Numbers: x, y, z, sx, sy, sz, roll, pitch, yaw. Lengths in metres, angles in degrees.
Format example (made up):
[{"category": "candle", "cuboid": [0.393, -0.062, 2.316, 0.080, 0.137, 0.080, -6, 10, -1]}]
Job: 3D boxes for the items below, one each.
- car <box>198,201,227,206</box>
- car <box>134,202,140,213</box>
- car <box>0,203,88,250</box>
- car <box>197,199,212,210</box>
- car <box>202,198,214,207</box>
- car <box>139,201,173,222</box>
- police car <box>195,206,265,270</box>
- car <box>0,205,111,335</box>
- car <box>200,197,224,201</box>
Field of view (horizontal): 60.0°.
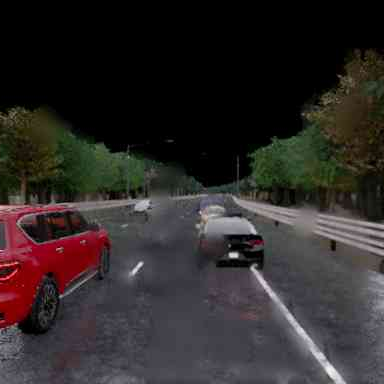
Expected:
[{"category": "car", "cuboid": [1.426, 1.587, 21.355, 1.801, 1.575, 5.366, 0, 0, 2]}, {"category": "car", "cuboid": [-5.611, 1.773, 39.889, 1.812, 1.442, 4.674, 0, 0, 4]}, {"category": "car", "cuboid": [-6.683, 1.447, 15.498, 2.097, 1.767, 4.553, 0, 0, 1]}, {"category": "car", "cuboid": [1.855, 1.827, 48.019, 1.812, 1.442, 4.674, 0, 0, 5]}, {"category": "car", "cuboid": [2.996, 1.916, 61.581, 1.812, 1.442, 4.674, 0, 0, 6]}, {"category": "car", "cuboid": [-2.733, 1.666, 28.354, 2.128, 1.511, 4.902, 0, 0, 3]}, {"category": "police car", "cuboid": [1.160, 1.496, 11.433, 1.930, 1.638, 5.238, 0, 0, 1]}, {"category": "car", "cuboid": [-3.359, 1.264, 6.931, 2.150, 2.045, 5.566, 0, 0, 1]}, {"category": "car", "cuboid": [1.652, 1.391, 27.100, 2.150, 2.045, 5.566, 0, 0, 3]}]
